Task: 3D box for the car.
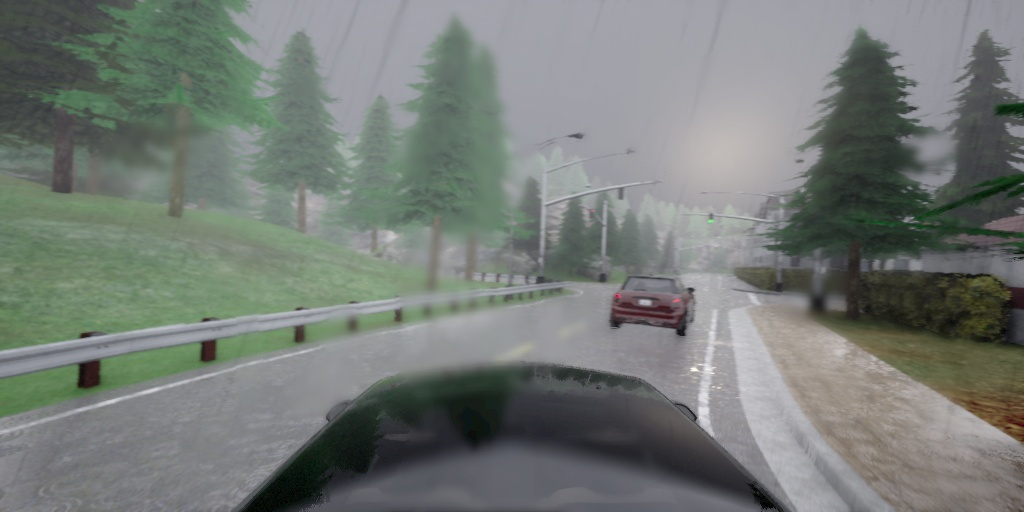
[{"bbox_3d":[4.777,1.373,11.835,2.097,1.767,4.553,2,0,30],"label":"car"}]
